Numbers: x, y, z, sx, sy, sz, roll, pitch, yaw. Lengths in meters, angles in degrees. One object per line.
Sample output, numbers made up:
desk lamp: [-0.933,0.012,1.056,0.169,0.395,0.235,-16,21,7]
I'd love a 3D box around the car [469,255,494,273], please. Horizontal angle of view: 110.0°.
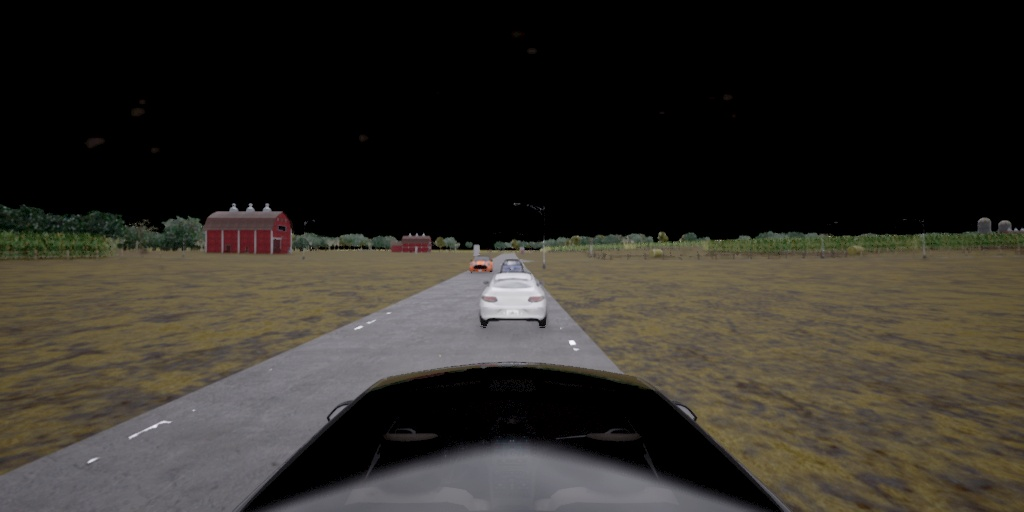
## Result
car: [-2.923,0.723,34.927,2.097,1.767,4.553,0,1,0]

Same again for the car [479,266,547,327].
car: [0.046,1.208,11.187,1.812,1.442,4.674,0,1,1]

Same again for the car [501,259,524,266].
car: [0.019,0.984,30.136,2.033,1.411,5.357,0,1,0]
